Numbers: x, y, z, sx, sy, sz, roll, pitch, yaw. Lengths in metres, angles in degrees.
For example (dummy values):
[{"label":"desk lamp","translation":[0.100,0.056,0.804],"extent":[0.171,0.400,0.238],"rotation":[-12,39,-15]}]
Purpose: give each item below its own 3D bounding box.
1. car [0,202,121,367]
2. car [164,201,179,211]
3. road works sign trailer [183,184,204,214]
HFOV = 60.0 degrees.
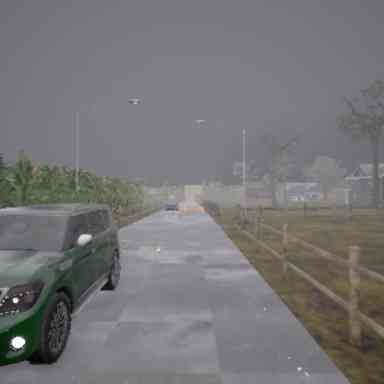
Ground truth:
[{"label":"car","translation":[-2.846,1.255,6.239],"extent":[2.150,2.045,5.566],"rotation":[0,0,0]},{"label":"car","translation":[-2.793,1.983,47.055],"extent":[2.033,1.411,5.357],"rotation":[0,-1,0]},{"label":"road works sign trailer","translation":[0.145,0.808,40.018],"extent":[2.380,3.560,2.880],"rotation":[0,-1,-5]}]
